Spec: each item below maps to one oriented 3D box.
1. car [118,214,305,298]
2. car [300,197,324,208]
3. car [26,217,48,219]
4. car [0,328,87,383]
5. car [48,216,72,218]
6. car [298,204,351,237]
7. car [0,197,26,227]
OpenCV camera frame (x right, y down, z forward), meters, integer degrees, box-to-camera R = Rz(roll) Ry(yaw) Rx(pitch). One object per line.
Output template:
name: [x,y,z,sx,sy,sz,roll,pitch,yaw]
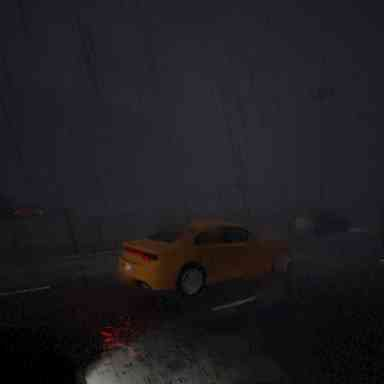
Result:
car: [0.588,1.494,8.703,5.008,1.535,1.882,0,0,-37]
car: [18.211,1.571,50.210,1.882,1.535,5.008,0,0,39]
car: [-12.063,1.390,21.325,4.553,1.767,2.097,0,0,-37]
car: [-2.707,1.567,1.916,4.181,1.385,1.994,0,0,-35]
car: [-11.681,1.538,25.999,4.902,1.511,2.128,0,0,-38]
car: [7.135,1.599,18.565,4.181,1.385,1.994,0,0,-41]
car: [-11.900,1.251,17.064,5.566,2.045,2.150,0,0,-36]
